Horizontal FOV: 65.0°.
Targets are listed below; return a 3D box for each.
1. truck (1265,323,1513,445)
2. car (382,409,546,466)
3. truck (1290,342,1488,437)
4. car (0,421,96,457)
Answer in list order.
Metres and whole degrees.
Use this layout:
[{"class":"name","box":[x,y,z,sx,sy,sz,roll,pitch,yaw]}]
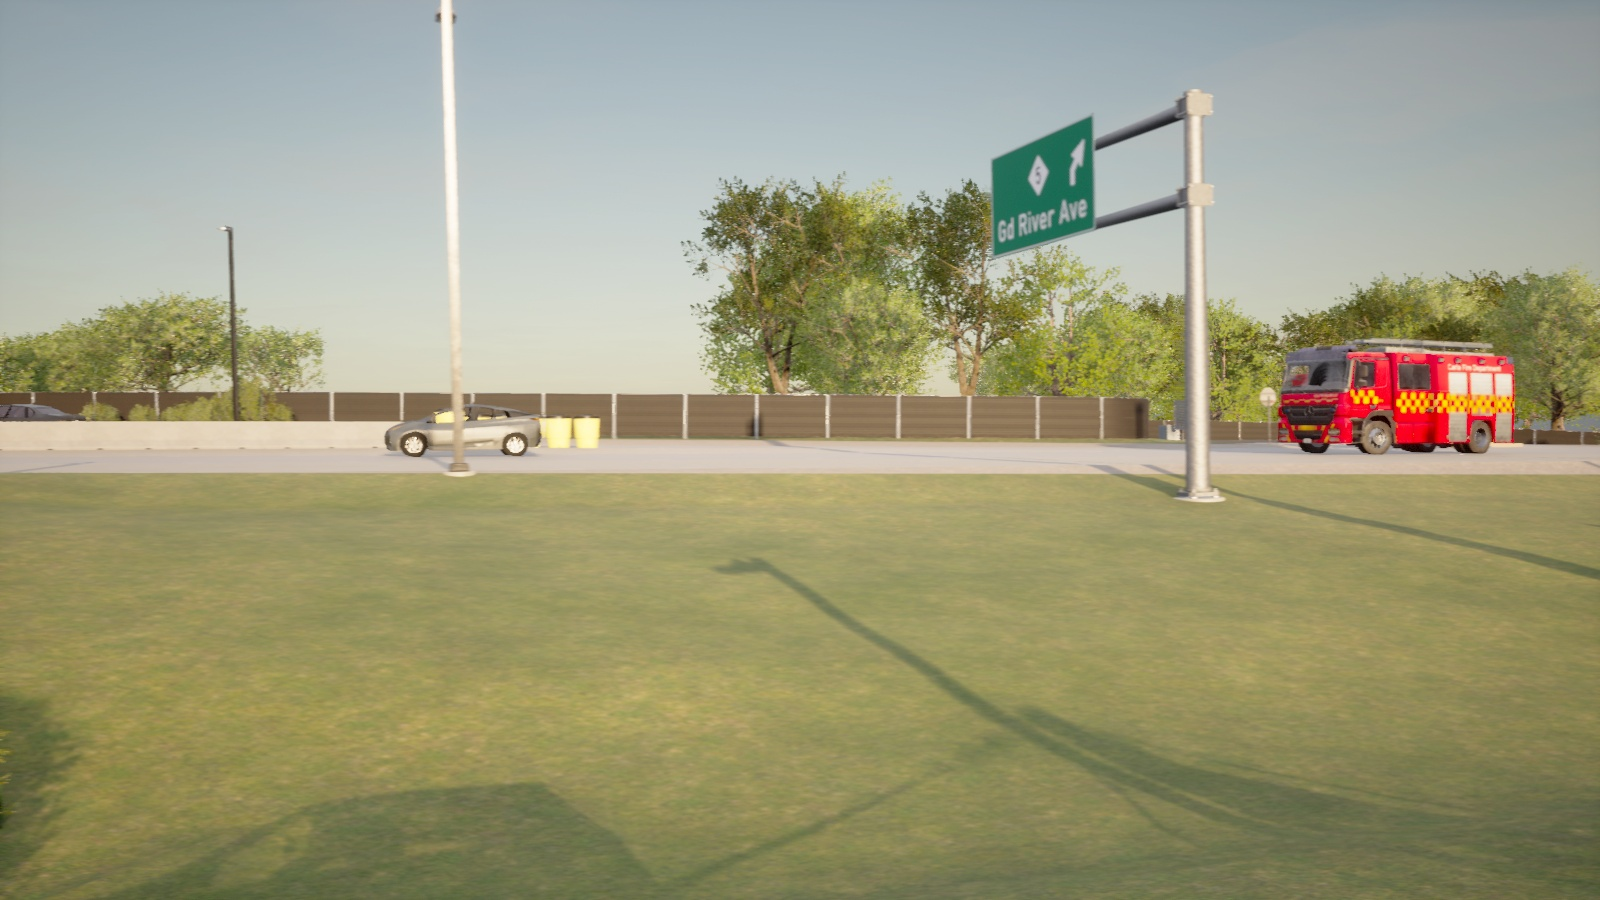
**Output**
[{"class":"truck","box":[20.081,-2.206,42.690,8.468,3.827,2.891,-2,1,-26]},{"class":"car","box":[-9.882,-0.388,36.926,4.514,1.525,2.007,-1,1,-17]},{"class":"truck","box":[25.717,-2.569,55.429,2.891,3.827,8.468,-2,2,-18]},{"class":"car","box":[-32.194,-0.469,51.799,5.357,1.411,2.033,0,2,9]}]
